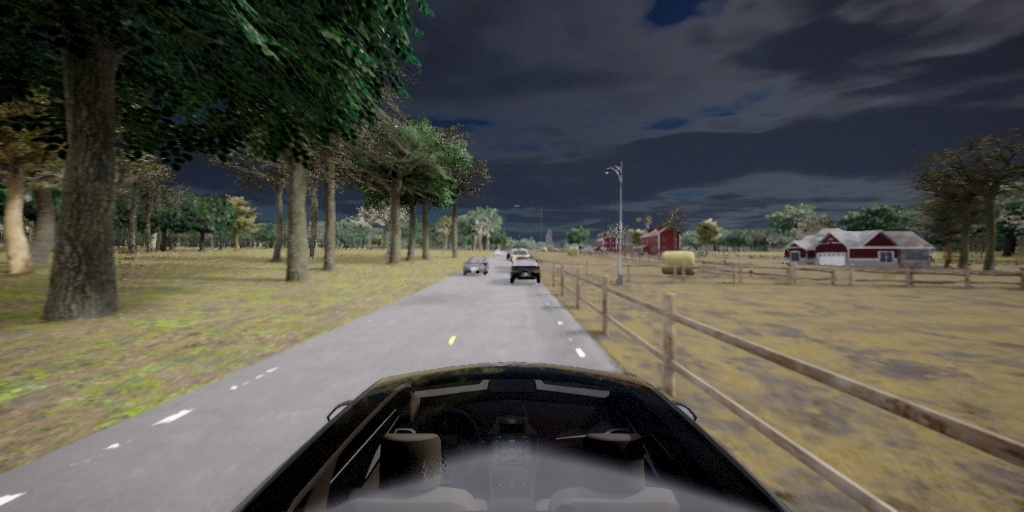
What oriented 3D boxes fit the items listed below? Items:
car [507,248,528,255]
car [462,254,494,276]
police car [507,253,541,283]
[{"bbox_3d":[0.815,0.221,39.671,2.150,2.045,5.566,0,2,0],"label":"car"},{"bbox_3d":[-2.845,0.776,29.116,2.128,1.511,4.902,0,1,0],"label":"car"},{"bbox_3d":[0.820,0.836,23.757,1.930,1.638,5.238,0,1,0],"label":"police car"}]
